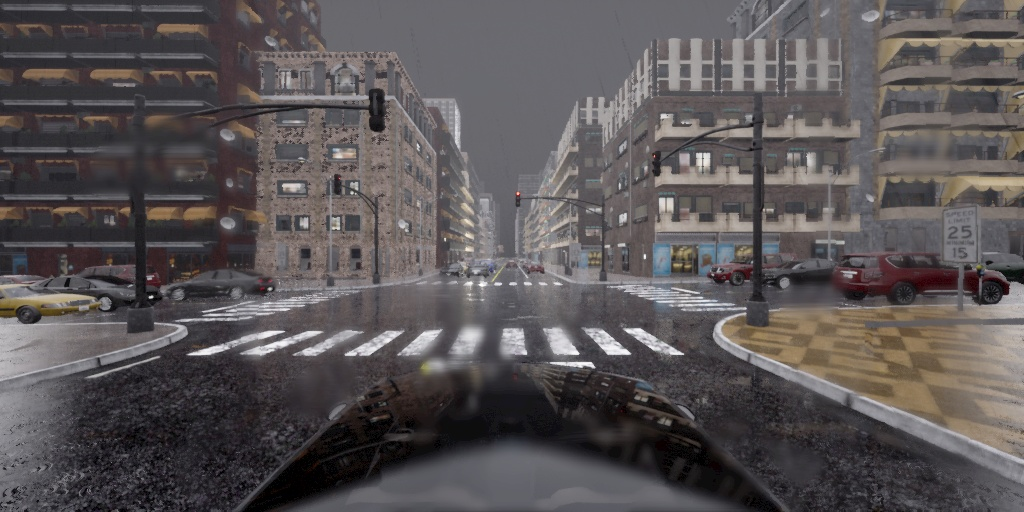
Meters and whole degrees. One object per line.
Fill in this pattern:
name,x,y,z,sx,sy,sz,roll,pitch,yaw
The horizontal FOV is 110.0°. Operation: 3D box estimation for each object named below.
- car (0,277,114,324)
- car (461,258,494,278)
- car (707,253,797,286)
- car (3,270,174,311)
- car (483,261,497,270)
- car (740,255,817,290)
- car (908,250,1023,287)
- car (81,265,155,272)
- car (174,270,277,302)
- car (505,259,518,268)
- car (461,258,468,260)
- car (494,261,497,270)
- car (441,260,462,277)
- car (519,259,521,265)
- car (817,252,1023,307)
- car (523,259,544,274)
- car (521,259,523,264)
car,-17.654,1.585,12.756,4.829,1.417,1.751,0,0,-1
car,-3.172,1.247,33.985,2.128,1.511,4.902,0,0,0
car,14.532,0.759,21.490,5.009,1.841,2.192,0,0,-1
car,-17.898,1.560,15.340,4.892,1.490,1.837,-1,0,-1
car,-3.208,1.365,53.404,1.895,1.301,4.718,0,0,0
car,15.292,0.913,18.909,5.008,1.535,1.882,-1,0,-1
car,24.412,0.621,19.007,4.553,1.767,2.097,-1,0,-1
car,-23.642,1.462,21.038,5.009,1.841,2.192,0,0,-1
car,-14.969,1.500,18.576,4.892,1.490,1.837,-1,0,-1
car,-0.026,1.294,60.684,1.812,1.442,4.674,0,0,0
car,-5.777,1.283,40.621,1.751,1.417,4.829,0,0,0
car,-3.192,1.237,43.407,1.882,1.535,5.008,0,0,0
car,-5.765,1.322,35.109,1.948,1.339,4.313,0,0,0
car,2.564,1.348,57.860,1.802,1.307,4.207,0,0,0
car,14.685,0.775,13.112,5.009,1.841,2.192,0,0,-1
car,2.603,1.198,40.812,1.967,1.591,4.097,0,0,0
car,2.590,1.200,46.495,1.967,1.591,4.097,0,0,0
